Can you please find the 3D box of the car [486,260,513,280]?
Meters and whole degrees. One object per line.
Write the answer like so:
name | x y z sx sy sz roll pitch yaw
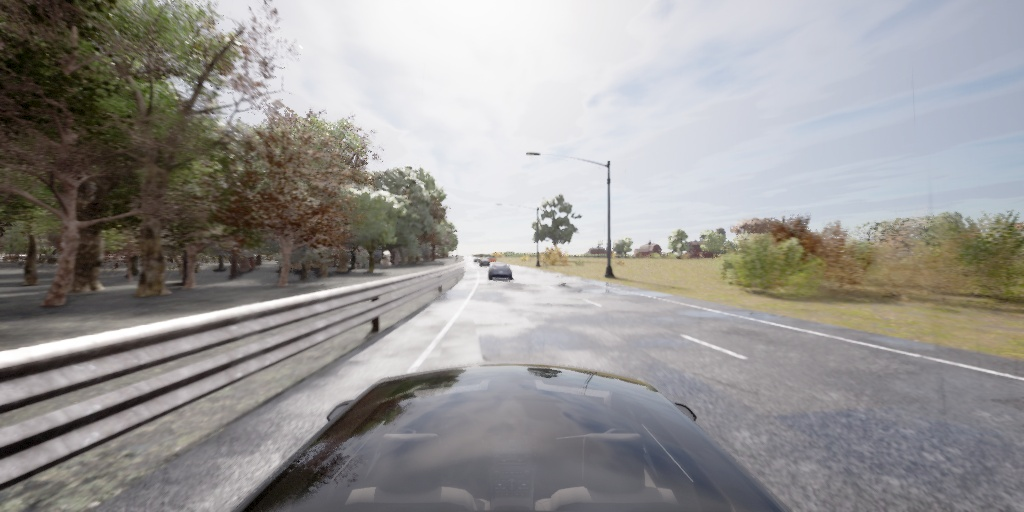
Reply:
car | -1.042 1.268 30.964 1.994 1.385 4.181 0 0 -4

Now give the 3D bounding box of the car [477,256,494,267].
car | -4.756 1.149 62.853 1.812 1.442 4.674 0 0 -8
